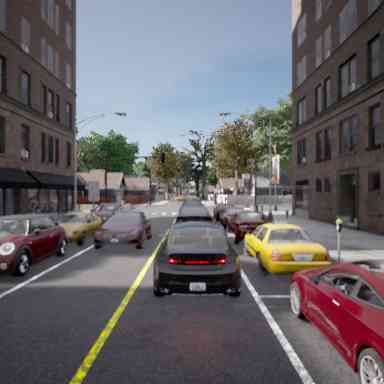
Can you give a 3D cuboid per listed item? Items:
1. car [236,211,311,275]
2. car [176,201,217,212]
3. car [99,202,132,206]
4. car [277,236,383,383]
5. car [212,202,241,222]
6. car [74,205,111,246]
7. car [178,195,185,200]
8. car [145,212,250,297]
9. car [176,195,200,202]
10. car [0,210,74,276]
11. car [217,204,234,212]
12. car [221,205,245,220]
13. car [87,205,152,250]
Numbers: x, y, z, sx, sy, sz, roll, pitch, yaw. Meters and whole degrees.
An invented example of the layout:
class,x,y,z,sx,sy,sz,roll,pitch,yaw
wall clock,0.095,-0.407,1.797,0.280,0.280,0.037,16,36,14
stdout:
class,x,y,z,sx,sy,sz,roll,pitch,yaw
car,2.647,1.525,10.226,1.752,1.417,4.829,0,0,0
car,0.121,1.480,18.060,1.882,1.535,5.008,0,0,0
car,-5.364,1.443,21.100,1.967,1.590,4.097,0,0,0
car,2.640,1.581,4.537,1.802,1.307,4.206,0,0,0
car,2.669,1.571,26.611,1.947,1.339,4.313,0,0,0
car,-5.371,1.527,15.411,1.752,1.417,4.829,0,0,0
car,-2.980,1.606,93.980,1.812,1.442,4.674,0,0,0
car,0.111,1.504,8.576,1.837,1.490,4.892,0,0,0
car,0.033,1.357,27.115,2.097,1.767,4.553,0,0,0
car,-5.378,1.440,10.063,1.967,1.590,4.097,0,0,0
car,2.661,1.585,21.092,1.802,1.307,4.206,0,0,0
car,2.654,1.546,15.574,1.887,1.381,4.507,0,0,0
car,-2.829,1.527,14.506,1.812,1.442,4.674,0,0,0
